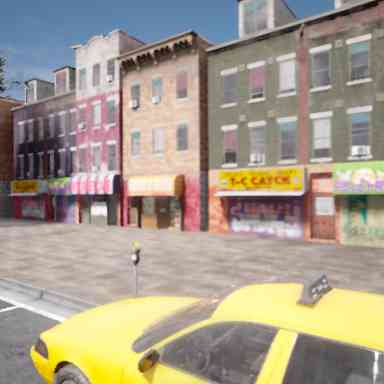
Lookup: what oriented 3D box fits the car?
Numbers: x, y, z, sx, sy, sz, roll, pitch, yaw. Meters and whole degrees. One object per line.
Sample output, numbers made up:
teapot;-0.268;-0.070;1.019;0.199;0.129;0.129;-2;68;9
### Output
car;0.723;1.465;2.770;5.366;1.575;1.801;-1;0;35
